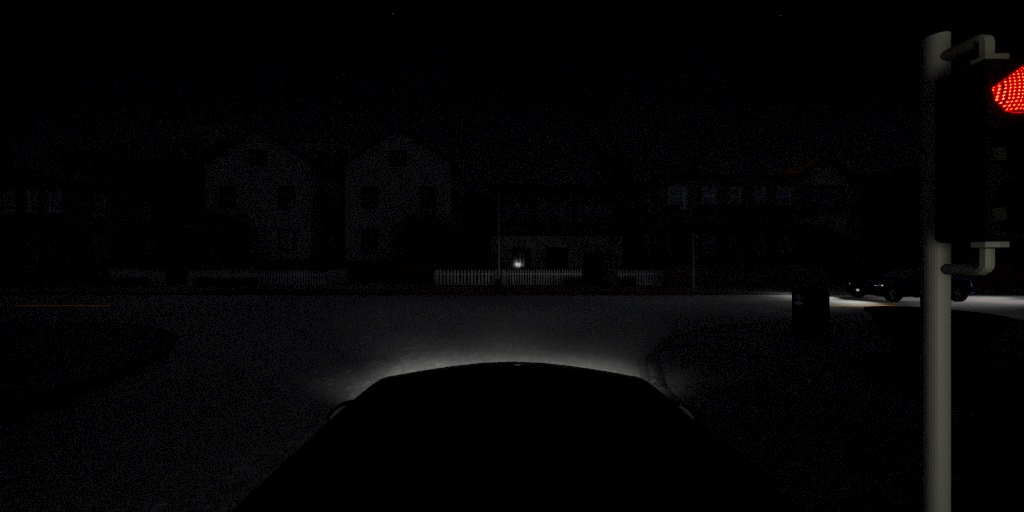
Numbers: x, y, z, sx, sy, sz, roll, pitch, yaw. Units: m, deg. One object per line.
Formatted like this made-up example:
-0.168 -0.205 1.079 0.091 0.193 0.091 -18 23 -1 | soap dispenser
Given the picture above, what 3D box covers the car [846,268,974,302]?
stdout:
18.190 1.276 16.455 4.674 1.442 1.812 0 0 0 | car
